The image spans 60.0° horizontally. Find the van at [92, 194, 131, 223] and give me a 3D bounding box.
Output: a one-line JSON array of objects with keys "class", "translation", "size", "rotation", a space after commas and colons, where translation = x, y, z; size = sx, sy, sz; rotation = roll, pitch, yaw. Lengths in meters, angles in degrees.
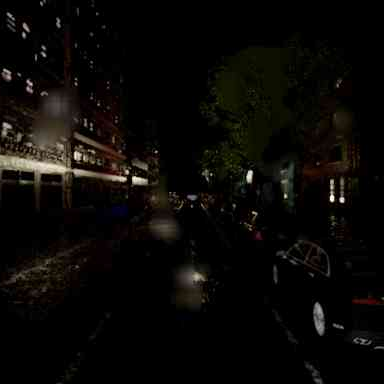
[{"class": "van", "translation": [-5.698, 1.178, 23.276], "size": [1.690, 1.788, 3.998], "rotation": [0, 0, 0]}]

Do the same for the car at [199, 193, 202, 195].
[{"class": "car", "translation": [0.023, 1.183, 46.896], "size": [2.128, 1.511, 4.902], "rotation": [0, 0, 0]}]

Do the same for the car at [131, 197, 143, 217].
[{"class": "car", "translation": [-5.699, 1.382, 28.974], "size": [1.802, 1.307, 4.206], "rotation": [0, 0, 0]}]

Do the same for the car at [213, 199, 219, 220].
[{"class": "car", "translation": [2.683, 1.420, 23.278], "size": [1.802, 1.307, 4.206], "rotation": [0, 0, 0]}]

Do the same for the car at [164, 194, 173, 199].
[{"class": "car", "translation": [-5.713, 1.074, 80.244], "size": [1.947, 1.339, 4.313], "rotation": [0, 0, 0]}]

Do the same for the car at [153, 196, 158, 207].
[{"class": "car", "translation": [-5.702, 1.295, 40.368], "size": [1.947, 1.339, 4.313], "rotation": [0, 0, 0]}]

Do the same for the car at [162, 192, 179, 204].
[{"class": "car", "translation": [-3.012, 0.977, 50.346], "size": [1.837, 1.490, 4.892], "rotation": [0, 0, 0]}]

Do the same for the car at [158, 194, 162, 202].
[{"class": "car", "translation": [-5.703, 1.246, 46.063], "size": [2.008, 1.369, 4.403], "rotation": [0, 0, 0]}]

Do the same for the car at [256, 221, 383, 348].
[{"class": "car", "translation": [2.688, 1.507, 6.188], "size": [2.008, 1.369, 4.403], "rotation": [0, 0, 0]}]

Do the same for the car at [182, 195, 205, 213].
[{"class": "car", "translation": [0.003, 1.332, 34.130], "size": [1.994, 1.385, 4.181], "rotation": [0, 0, 0]}]

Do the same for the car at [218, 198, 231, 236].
[{"class": "car", "translation": [2.685, 1.317, 17.580], "size": [1.967, 1.590, 4.097], "rotation": [0, 0, 0]}]

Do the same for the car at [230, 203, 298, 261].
[{"class": "car", "translation": [2.687, 1.356, 11.884], "size": [1.967, 1.590, 4.097], "rotation": [0, 0, 0]}]

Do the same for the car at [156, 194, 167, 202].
[{"class": "car", "translation": [-5.709, 1.125, 62.984], "size": [1.752, 1.417, 4.829], "rotation": [0, 0, 0]}]

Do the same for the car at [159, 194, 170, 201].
[{"class": "car", "translation": [-5.710, 1.112, 68.851], "size": [1.887, 1.381, 4.507], "rotation": [0, 0, 0]}]

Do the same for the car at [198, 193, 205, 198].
[{"class": "car", "translation": [2.664, 1.037, 91.637], "size": [1.802, 1.307, 4.206], "rotation": [0, 0, 0]}]

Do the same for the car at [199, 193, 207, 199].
[{"class": "car", "translation": [2.668, 1.054, 80.243], "size": [1.887, 1.381, 4.507], "rotation": [0, 0, 0]}]

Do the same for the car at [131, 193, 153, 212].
[{"class": "car", "translation": [-5.701, 1.079, 34.669], "size": [2.192, 1.841, 5.009], "rotation": [0, 0, 0]}]

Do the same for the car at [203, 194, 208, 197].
[{"class": "car", "translation": [2.678, 1.170, 40.367], "size": [1.967, 1.590, 4.097], "rotation": [0, 0, 0]}]

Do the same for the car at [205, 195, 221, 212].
[{"class": "car", "translation": [2.680, 1.315, 34.671], "size": [2.008, 1.369, 4.403], "rotation": [0, 0, 0]}]
